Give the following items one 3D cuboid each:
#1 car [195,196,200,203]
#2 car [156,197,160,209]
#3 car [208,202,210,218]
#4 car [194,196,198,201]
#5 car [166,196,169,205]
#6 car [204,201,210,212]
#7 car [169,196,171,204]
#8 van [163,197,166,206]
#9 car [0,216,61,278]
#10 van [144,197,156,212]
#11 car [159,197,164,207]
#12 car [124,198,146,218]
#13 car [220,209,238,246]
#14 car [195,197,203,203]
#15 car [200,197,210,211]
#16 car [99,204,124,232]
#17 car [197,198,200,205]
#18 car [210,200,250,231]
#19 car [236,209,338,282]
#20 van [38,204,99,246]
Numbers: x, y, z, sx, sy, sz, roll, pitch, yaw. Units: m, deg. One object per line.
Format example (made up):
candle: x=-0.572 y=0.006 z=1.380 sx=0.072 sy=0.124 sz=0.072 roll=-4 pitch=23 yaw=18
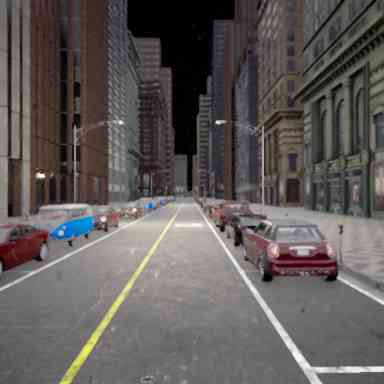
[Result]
car: x=2.173 y=2.154 z=72.037 sx=1.802 sy=1.307 sz=4.206 roll=0 pitch=0 yaw=0
car: x=-6.162 y=1.932 z=49.246 sx=1.752 sy=1.417 sz=4.829 roll=0 pitch=0 yaw=0
car: x=2.549 y=1.751 z=26.951 sx=1.887 sy=1.381 sz=4.507 roll=0 pitch=0 yaw=0
car: x=2.079 y=2.249 z=83.309 sx=1.802 sy=1.307 sz=4.206 roll=0 pitch=0 yaw=0
car: x=-6.305 y=1.988 z=66.325 sx=1.967 sy=1.590 sz=4.097 roll=0 pitch=0 yaw=0
car: x=2.502 y=1.816 z=32.586 sx=1.947 sy=1.339 sz=4.313 roll=0 pitch=0 yaw=0
car: x=-6.353 y=1.910 z=71.962 sx=2.192 sy=1.841 sz=5.009 roll=0 pitch=0 yaw=0
van: x=-6.259 y=1.842 z=60.689 sx=1.690 sy=1.788 sz=3.998 roll=0 pitch=0 yaw=0
car: x=-5.835 y=1.640 z=9.961 sx=1.887 sy=1.381 sz=4.507 roll=0 pitch=0 yaw=0
van: x=-6.118 y=1.704 z=43.781 sx=1.690 sy=1.788 sz=3.998 roll=0 pitch=0 yaw=0
car: x=-6.211 y=2.005 z=55.051 sx=2.008 sy=1.369 sz=4.403 roll=0 pitch=0 yaw=0
car: x=-6.023 y=1.713 z=32.508 sx=1.967 sy=1.590 sz=4.097 roll=0 pitch=0 yaw=0
car: x=2.643 y=1.683 z=15.678 sx=1.947 sy=1.339 sz=4.313 roll=0 pitch=0 yaw=0
car: x=1.984 y=2.204 z=94.582 sx=1.967 sy=1.590 sz=4.097 roll=0 pitch=-1 yaw=0
car: x=2.407 y=1.780 z=43.858 sx=1.967 sy=1.590 sz=4.097 roll=0 pitch=0 yaw=0
car: x=-5.930 y=1.624 z=21.235 sx=1.967 sy=1.590 sz=4.097 roll=0 pitch=0 yaw=0
car: x=2.314 y=1.997 z=55.129 sx=1.947 sy=1.339 sz=4.313 roll=0 pitch=0 yaw=0
car: x=2.594 y=1.477 z=21.317 sx=2.192 sy=1.841 sz=5.009 roll=0 pitch=0 yaw=0
car: x=2.689 y=1.513 z=10.043 sx=1.967 sy=1.590 sz=4.097 roll=0 pitch=0 yaw=0
van: x=-5.883 y=1.481 z=15.599 sx=1.690 sy=1.788 sz=3.998 roll=0 pitch=0 yaw=0
